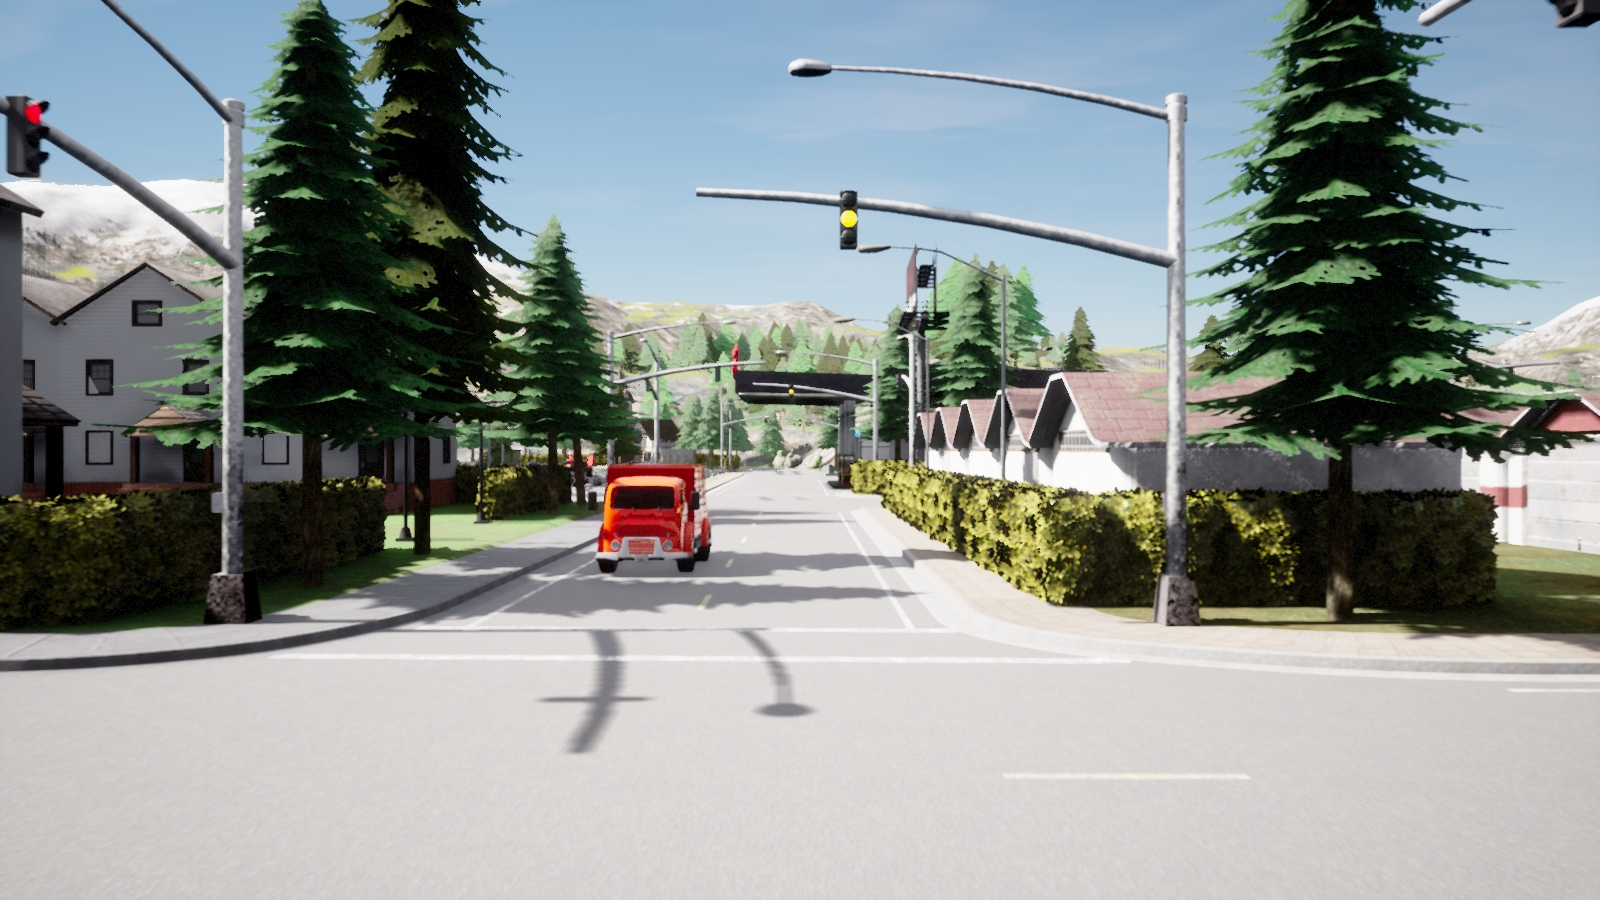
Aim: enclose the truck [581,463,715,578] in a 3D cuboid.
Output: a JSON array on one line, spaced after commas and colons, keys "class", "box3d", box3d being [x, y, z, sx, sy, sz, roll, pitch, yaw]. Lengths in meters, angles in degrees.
[{"class": "truck", "box3d": [-3.528, 1.571, 27.712, 2.627, 2.467, 5.204, 0, 0, -1]}]
